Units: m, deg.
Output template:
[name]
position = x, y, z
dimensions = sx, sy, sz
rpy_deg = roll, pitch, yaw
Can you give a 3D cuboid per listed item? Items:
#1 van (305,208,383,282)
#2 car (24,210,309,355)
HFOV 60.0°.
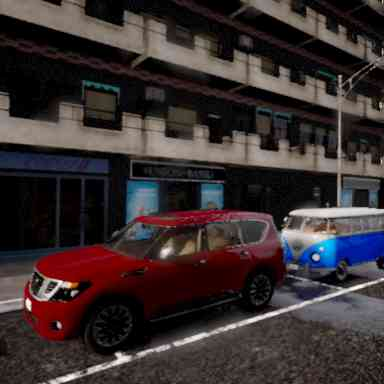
[van]
position = 4.282, 1.366, 9.597
dimensions = 3.998, 1.788, 1.690
rpy_deg = 0, 1, -35
[car]
position = -0.326, 1.324, 6.309
dimensions = 5.009, 1.841, 2.192
rpy_deg = 0, 1, -35
